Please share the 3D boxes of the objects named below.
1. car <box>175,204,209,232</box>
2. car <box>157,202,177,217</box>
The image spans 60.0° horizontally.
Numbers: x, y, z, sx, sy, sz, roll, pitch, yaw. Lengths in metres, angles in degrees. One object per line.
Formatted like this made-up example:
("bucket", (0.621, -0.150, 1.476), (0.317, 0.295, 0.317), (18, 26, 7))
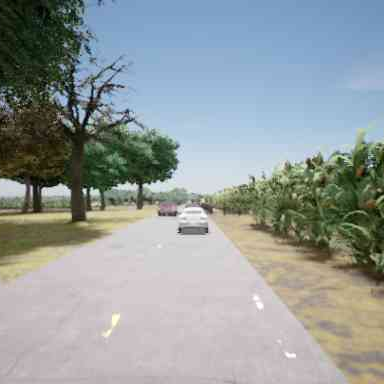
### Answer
("car", (0.084, 1.732, 21.439), (1.812, 1.442, 4.674), (0, -1, 0))
("car", (-2.779, 1.918, 38.530), (2.097, 1.767, 4.553), (0, -1, 0))
